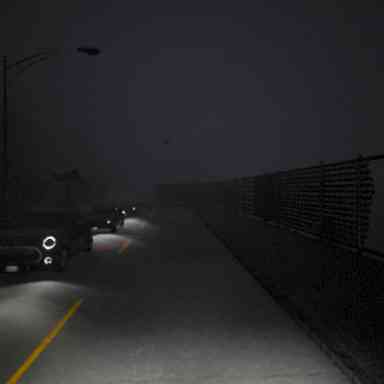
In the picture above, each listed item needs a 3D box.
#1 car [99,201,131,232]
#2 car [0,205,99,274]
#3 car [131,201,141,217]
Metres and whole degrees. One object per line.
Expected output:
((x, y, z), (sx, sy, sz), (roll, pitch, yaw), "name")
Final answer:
((-5.207, 1.489, 20.081), (2.033, 1.411, 5.357), (-1, 0, -3), "car")
((-4.664, 1.339, 10.624), (2.097, 1.767, 4.553), (-1, 0, -3), "car")
((-5.784, 1.492, 30.380), (1.895, 1.301, 4.718), (-1, 0, -3), "car")
